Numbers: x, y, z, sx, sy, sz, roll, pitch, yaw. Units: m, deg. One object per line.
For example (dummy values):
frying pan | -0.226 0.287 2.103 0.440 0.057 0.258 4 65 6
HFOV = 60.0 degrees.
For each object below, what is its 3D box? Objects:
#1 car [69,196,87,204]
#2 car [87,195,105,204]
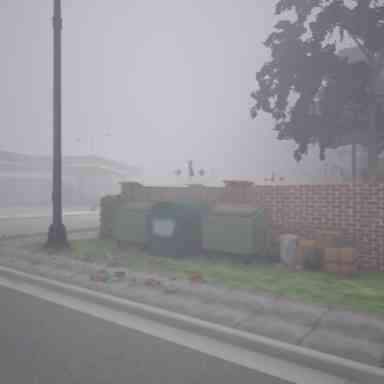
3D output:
car | -20.490 1.514 61.031 1.970 1.475 3.806 0 0 36
car | -15.361 1.351 58.333 2.242 1.667 4.611 0 0 36
